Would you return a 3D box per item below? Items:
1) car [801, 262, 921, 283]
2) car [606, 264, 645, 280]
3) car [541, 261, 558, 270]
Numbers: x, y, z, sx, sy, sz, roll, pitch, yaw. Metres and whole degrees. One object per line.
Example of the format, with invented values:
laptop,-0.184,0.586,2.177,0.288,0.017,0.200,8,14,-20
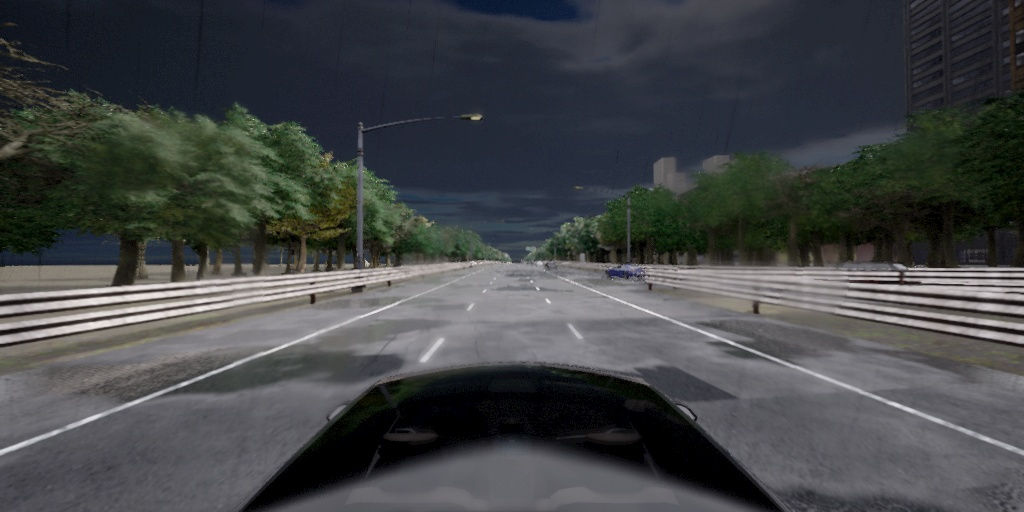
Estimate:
car,18.110,1.118,18.955,2.097,1.767,4.553,1,-2,-29
car,11.316,1.562,35.982,1.812,1.442,4.674,0,0,-19
car,6.932,1.700,64.107,2.128,1.511,4.902,0,0,-2
